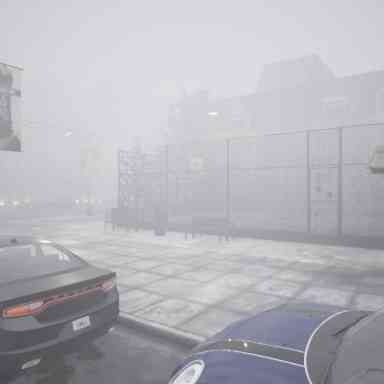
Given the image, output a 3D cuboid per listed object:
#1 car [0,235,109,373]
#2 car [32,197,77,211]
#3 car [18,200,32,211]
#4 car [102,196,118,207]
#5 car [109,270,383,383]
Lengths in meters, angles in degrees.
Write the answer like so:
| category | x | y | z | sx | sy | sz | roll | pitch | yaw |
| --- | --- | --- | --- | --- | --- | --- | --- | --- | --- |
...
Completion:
| category | x | y | z | sx | sy | sz | roll | pitch | yaw |
| --- | --- | --- | --- | --- | --- | --- | --- | --- | --- |
| car | -3.393 | 1.480 | 5.555 | 5.008 | 1.535 | 2.097 | 0 | 0 | 35 |
| car | -16.353 | 1.356 | 40.305 | 2.097 | 1.767 | 4.553 | 0 | 0 | 35 |
| car | -19.351 | 1.509 | 42.129 | 1.837 | 1.490 | 4.892 | 0 | 0 | 35 |
| car | -11.959 | 1.357 | 52.637 | 2.097 | 1.767 | 4.553 | 0 | 0 | 35 |
| car | 1.918 | 1.354 | 1.936 | 4.553 | 1.767 | 2.185 | 0 | 0 | 35 |
